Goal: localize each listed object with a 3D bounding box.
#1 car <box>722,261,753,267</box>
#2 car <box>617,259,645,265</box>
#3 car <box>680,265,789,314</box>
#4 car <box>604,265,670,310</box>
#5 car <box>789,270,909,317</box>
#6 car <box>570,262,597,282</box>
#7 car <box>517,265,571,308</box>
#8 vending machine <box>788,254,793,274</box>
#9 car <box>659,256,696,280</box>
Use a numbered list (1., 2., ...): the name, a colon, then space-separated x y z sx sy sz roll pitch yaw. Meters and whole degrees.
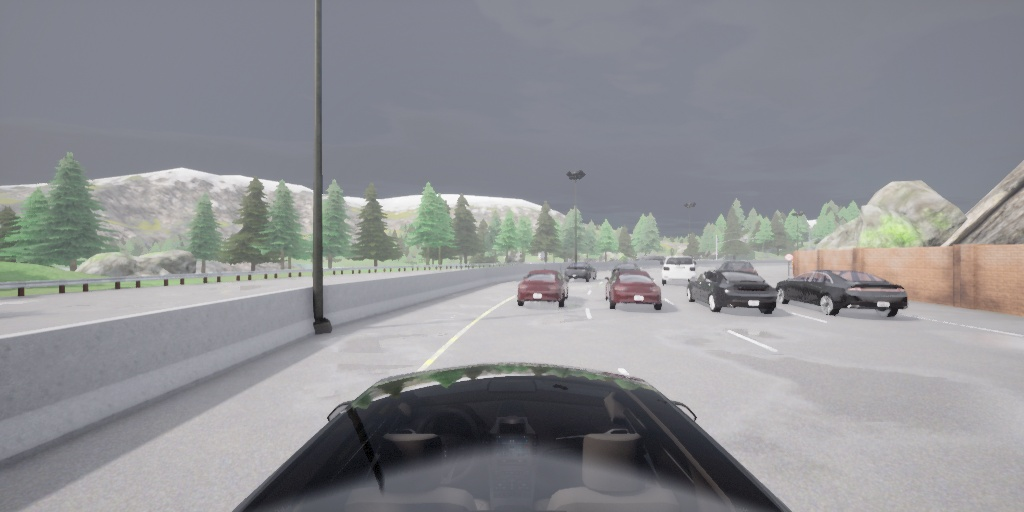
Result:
1. car: 15.175 1.116 24.424 2.097 1.767 4.553 0 0 23
2. car: 8.747 1.235 27.196 1.882 1.535 5.008 0 0 23
3. car: 8.249 1.266 13.884 1.837 1.490 4.892 0 0 12
4. car: 4.819 1.283 14.582 1.812 1.442 4.674 0 0 12
5. car: 11.678 1.245 13.185 2.128 1.511 4.902 0 0 12
6. car: 5.527 1.245 28.568 2.128 1.511 4.902 0 0 23
7. car: 1.389 1.283 15.281 1.812 1.442 4.674 0 0 12
8. vending machine: 31.996 0.944 40.156 0.880 2.100 1.100 0 0 -44
9. car: 11.979 1.008 25.851 2.150 2.045 5.566 0 0 23
